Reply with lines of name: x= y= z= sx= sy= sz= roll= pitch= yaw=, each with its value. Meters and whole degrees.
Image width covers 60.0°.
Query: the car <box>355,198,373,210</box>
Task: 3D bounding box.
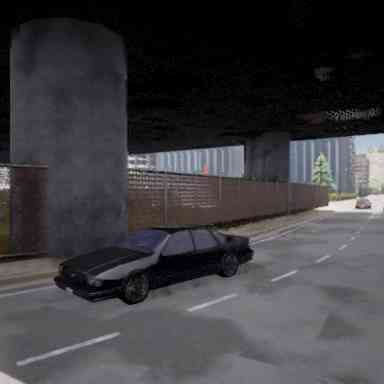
car: x=23.414 y=1.622 z=45.369 sx=1.812 sy=1.442 sz=4.674 roll=0 pitch=0 yaw=31

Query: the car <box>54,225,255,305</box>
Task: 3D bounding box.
car: x=-0.562 y=1.590 z=8.535 sx=5.357 sy=1.411 sz=2.033 roll=0 pitch=0 yaw=-45
